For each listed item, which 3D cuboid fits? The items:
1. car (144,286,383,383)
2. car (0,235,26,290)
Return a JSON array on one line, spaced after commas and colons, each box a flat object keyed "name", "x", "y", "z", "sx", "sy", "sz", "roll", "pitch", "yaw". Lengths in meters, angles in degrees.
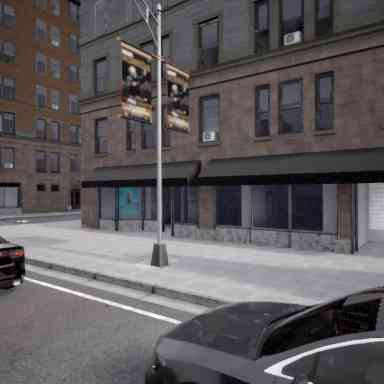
[{"name": "car", "x": 1.806, "y": 1.504, "z": 2.399, "sx": 4.892, "sy": 1.490, "sz": 1.837, "roll": 0, "pitch": 0, "yaw": 35}, {"name": "car", "x": -5.948, "y": 1.477, "z": 7.899, "sx": 5.008, "sy": 1.535, "sz": 1.882, "roll": 0, "pitch": 0, "yaw": 35}]
